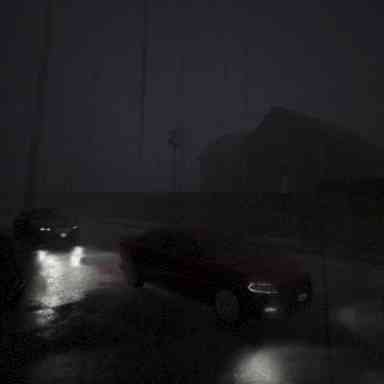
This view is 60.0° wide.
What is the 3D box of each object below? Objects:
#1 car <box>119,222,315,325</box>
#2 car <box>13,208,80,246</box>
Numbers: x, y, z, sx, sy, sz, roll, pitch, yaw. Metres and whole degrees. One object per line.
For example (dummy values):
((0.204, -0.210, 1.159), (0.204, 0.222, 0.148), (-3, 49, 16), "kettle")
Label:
((0.221, 1.502, 7.479), (1.882, 1.535, 5.008), (0, 0, -42), "car")
((-6.902, 1.517, 15.563), (2.128, 1.511, 4.902), (0, 0, -41), "car")
